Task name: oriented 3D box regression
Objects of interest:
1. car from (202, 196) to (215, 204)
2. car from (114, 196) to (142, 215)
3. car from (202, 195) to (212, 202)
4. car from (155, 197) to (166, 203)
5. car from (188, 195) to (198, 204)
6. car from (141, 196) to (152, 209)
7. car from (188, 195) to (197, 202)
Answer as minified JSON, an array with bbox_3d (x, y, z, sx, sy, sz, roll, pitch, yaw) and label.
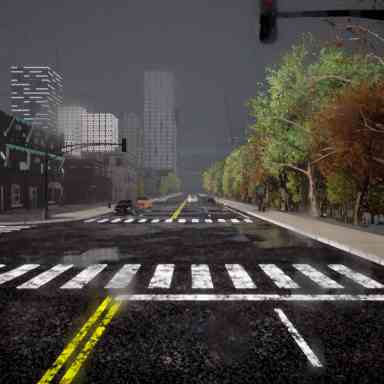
[{"bbox_3d":[3.410,1.523,63.743,2.033,1.411,5.357,0,0,0],"label":"car"},{"bbox_3d":[-6.568,1.494,33.589,1.837,1.490,4.892,0,0,0],"label":"car"},{"bbox_3d":[3.328,1.510,74.397,2.033,1.411,5.357,0,0,0],"label":"car"},{"bbox_3d":[-6.444,1.575,67.376,1.895,1.301,4.718,0,0,0],"label":"car"},{"bbox_3d":[0.153,1.501,64.624,1.812,1.442,4.674,0,0,0],"label":"car"},{"bbox_3d":[-6.556,1.340,43.933,2.097,1.767,4.553,0,0,0],"label":"car"},{"bbox_3d":[0.085,1.447,74.818,1.882,1.535,5.008,0,0,0],"label":"car"}]
